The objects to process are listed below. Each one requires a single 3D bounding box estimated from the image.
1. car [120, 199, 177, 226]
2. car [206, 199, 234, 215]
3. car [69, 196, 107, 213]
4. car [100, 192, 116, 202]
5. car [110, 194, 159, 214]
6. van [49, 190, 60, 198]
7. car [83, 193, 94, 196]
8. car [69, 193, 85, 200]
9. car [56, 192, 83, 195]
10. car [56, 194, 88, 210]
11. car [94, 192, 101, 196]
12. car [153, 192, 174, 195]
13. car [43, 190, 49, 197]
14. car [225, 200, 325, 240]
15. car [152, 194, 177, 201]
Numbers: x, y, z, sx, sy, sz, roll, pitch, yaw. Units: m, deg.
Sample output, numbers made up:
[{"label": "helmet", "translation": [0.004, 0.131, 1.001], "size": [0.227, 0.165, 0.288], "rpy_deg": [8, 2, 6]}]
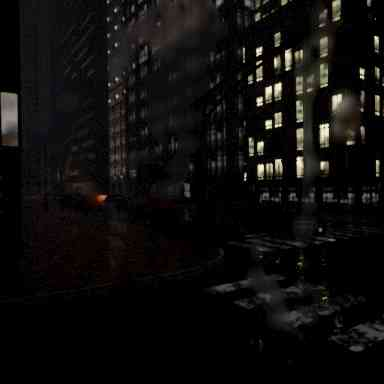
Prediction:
[{"label": "car", "translation": [-2.886, 1.451, 22.398], "size": [2.008, 1.369, 4.403], "rpy_deg": [-1, 1, -35]}, {"label": "car", "translation": [3.109, 1.272, 28.348], "size": [1.752, 1.417, 4.829], "rpy_deg": [-1, 1, -35]}, {"label": "car", "translation": [-10.515, 1.350, 33.420], "size": [1.947, 1.339, 4.313], "rpy_deg": [-1, 1, -35]}, {"label": "car", "translation": [-11.956, 1.002, 51.063], "size": [1.837, 1.490, 4.892], "rpy_deg": [-1, 1, -35]}, {"label": "car", "translation": [-5.346, 1.279, 30.468], "size": [2.128, 1.511, 4.902], "rpy_deg": [-1, 1, -35]}, {"label": "van", "translation": [-32.452, 0.525, 80.009], "size": [1.690, 1.788, 3.998], "rpy_deg": [-1, 1, -35]}, {"label": "car", "translation": [-18.183, 0.998, 54.706], "size": [1.837, 1.490, 4.892], "rpy_deg": [-1, 2, -34]}, {"label": "car", "translation": [-22.848, 0.883, 66.077], "size": [1.887, 1.381, 4.507], "rpy_deg": [-1, 1, -35]}, {"label": "car", "translation": [-18.248, 1.091, 49.344], "size": [1.837, 1.490, 4.892], "rpy_deg": [-1, 1, -34]}, {"label": "car", "translation": [-13.718, 1.285, 38.065], "size": [2.008, 1.369, 4.403], "rpy_deg": [-1, 1, -35]}, {"label": "car", "translation": [-15.940, 0.789, 56.781], "size": [2.097, 1.767, 4.553], "rpy_deg": [-1, 1, -35]}, {"label": "car", "translation": [-3.641, 0.957, 38.205], "size": [2.192, 1.841, 5.009], "rpy_deg": [-1, 1, -35]}, {"label": "car", "translation": [-35.653, 0.682, 84.657], "size": [2.008, 1.369, 4.403], "rpy_deg": [-1, 1, -35]}, {"label": "car", "translation": [4.305, 1.427, 17.052], "size": [2.128, 1.511, 4.902], "rpy_deg": [-1, 2, -39]}, {"label": "car", "translation": [-3.746, 1.264, 33.803], "size": [2.033, 1.411, 5.357], "rpy_deg": [-1, 1, -34]}]
